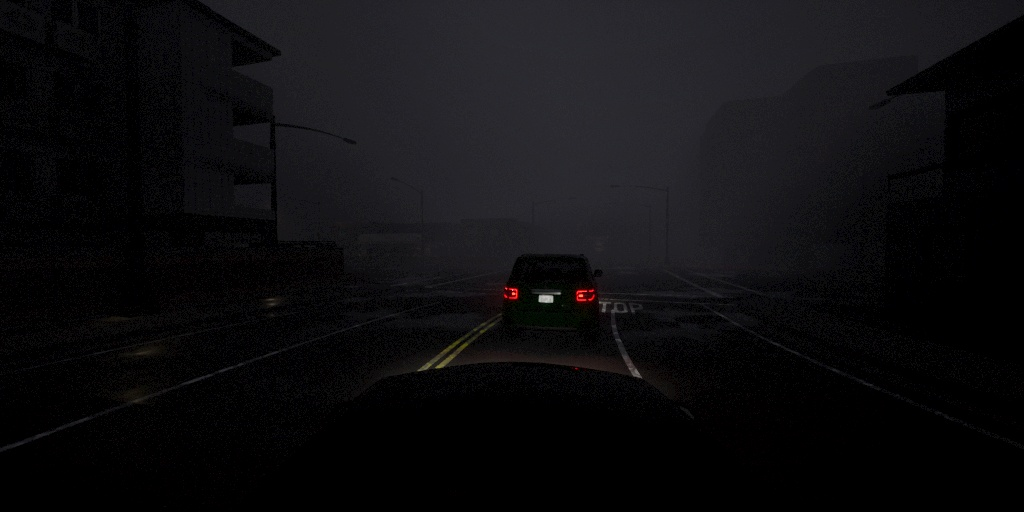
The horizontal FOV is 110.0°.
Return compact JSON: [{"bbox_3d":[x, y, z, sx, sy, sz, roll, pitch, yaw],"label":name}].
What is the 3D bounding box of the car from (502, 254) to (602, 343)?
[{"bbox_3d":[1.277,0.958,9.955,2.150,2.045,5.566,0,0,13],"label":"car"}]
